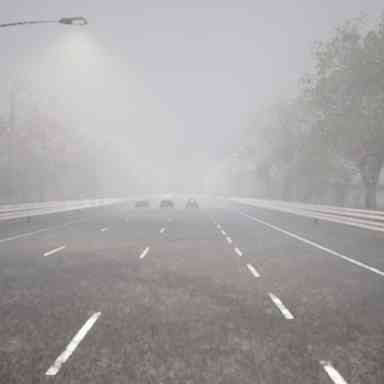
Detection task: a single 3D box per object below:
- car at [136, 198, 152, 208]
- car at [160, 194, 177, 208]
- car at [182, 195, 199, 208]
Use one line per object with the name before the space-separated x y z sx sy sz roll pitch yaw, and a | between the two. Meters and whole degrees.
car | -6.997 1.542 48.134 1.812 1.442 4.674 0 0 0
car | -3.496 1.493 48.098 1.882 1.535 5.008 0 0 0
car | 0.003 1.563 47.984 2.033 1.411 5.357 0 0 0
